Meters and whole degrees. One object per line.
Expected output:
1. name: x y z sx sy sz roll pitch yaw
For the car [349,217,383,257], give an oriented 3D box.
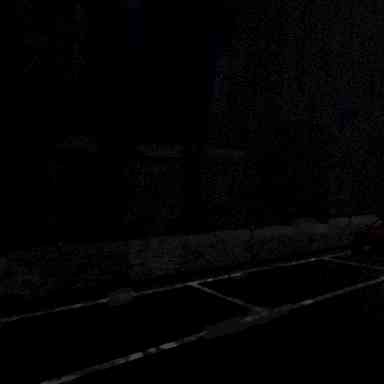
1. car: 7.435 1.543 11.954 4.507 1.381 1.887 0 0 -35
